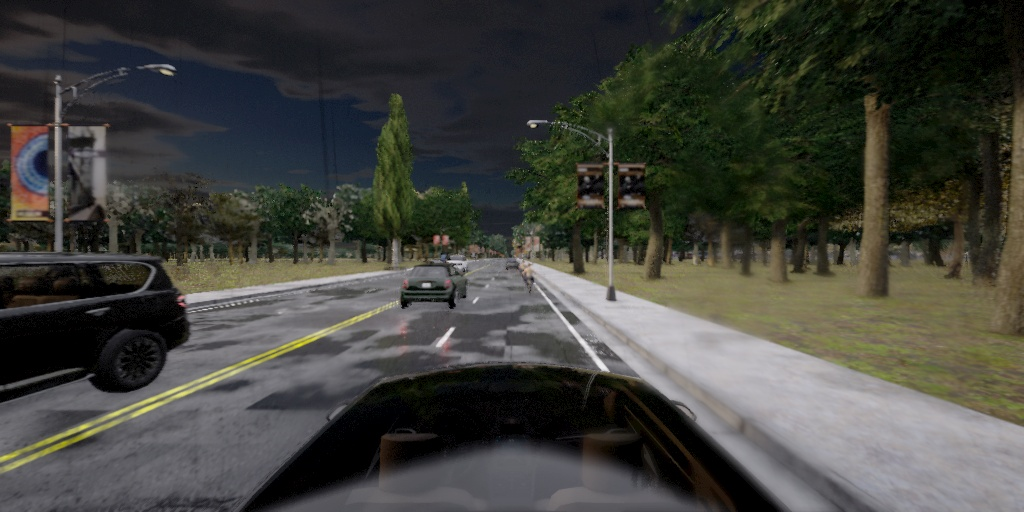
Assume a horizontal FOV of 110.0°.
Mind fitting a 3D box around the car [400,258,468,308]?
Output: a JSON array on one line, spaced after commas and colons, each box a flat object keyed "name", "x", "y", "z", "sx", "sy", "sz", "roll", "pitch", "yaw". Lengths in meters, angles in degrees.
[{"name": "car", "x": -3.149, "y": 1.090, "z": 15.308, "sx": 2.097, "sy": 1.767, "sz": 4.553, "roll": 0, "pitch": 0, "yaw": 0}]

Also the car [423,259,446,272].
[{"name": "car", "x": -9.829, "y": 1.215, "z": 45.770, "sx": 1.837, "sy": 1.490, "sz": 4.892, "roll": 0, "pitch": 0, "yaw": 0}]

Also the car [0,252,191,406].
[{"name": "car", "x": -6.598, "y": 0.970, "z": 3.806, "sx": 2.150, "sy": 2.045, "sz": 5.566, "roll": 0, "pitch": 0, "yaw": 0}]

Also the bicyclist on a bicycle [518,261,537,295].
[{"name": "bicyclist on a bicycle", "x": 0.913, "y": 1.172, "z": 18.705, "sx": 0.866, "sy": 1.612, "sz": 1.509, "roll": 0, "pitch": 0, "yaw": 0}]

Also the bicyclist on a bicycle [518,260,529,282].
[{"name": "bicyclist on a bicycle", "x": 0.913, "y": 1.163, "z": 28.424, "sx": 0.866, "sy": 1.612, "sz": 1.509, "roll": 0, "pitch": 0, "yaw": 0}]

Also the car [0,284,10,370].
[{"name": "car", "x": -9.850, "y": 1.253, "z": 3.929, "sx": 1.837, "sy": 1.490, "sz": 4.892, "roll": 0, "pitch": 0, "yaw": 0}]

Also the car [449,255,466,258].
[{"name": "car", "x": -6.587, "y": 0.936, "z": 42.927, "sx": 2.150, "sy": 2.045, "sz": 5.566, "roll": 0, "pitch": 0, "yaw": 0}]

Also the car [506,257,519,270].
[{"name": "car", "x": 0.097, "y": 1.197, "z": 52.796, "sx": 2.128, "sy": 1.511, "sz": 4.902, "roll": 0, "pitch": 0, "yaw": 0}]
